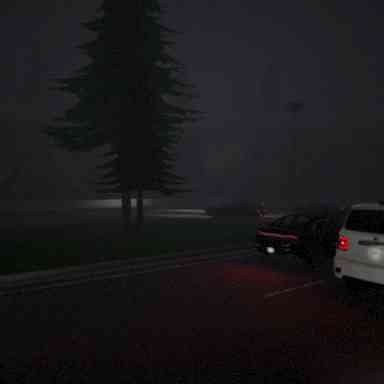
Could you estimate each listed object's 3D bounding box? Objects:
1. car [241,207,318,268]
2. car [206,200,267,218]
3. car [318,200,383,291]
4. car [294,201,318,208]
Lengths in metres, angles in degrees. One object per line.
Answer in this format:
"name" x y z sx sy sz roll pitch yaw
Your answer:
"car" 4.203 1.469 11.197 4.902 1.511 2.128 0 0 -38
"car" 3.535 1.553 27.482 4.718 1.301 1.895 0 0 32
"car" 5.560 1.203 7.722 5.566 2.045 2.150 0 0 -36
"car" 9.998 1.425 25.847 1.882 1.535 5.008 1 0 -28
